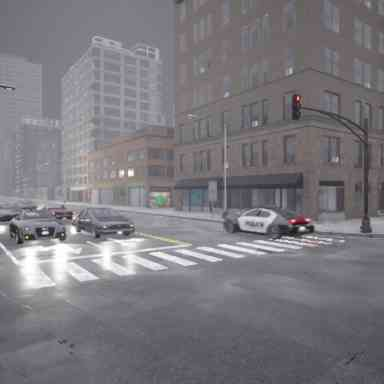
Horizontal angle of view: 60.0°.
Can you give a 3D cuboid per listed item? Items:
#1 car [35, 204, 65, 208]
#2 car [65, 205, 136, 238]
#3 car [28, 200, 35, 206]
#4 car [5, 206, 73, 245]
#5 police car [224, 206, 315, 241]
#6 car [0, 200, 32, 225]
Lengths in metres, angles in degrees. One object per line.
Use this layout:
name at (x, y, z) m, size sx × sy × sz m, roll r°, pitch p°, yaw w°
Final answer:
car at (-10.493, 1.616, 25.882) m, size 1.895 × 1.301 × 4.718 m, roll 0°, pitch 0°, yaw -35°
car at (-4.980, 1.555, 18.040) m, size 2.033 × 1.411 × 5.357 m, roll 0°, pitch 0°, yaw -35°
car at (-18.859, 1.577, 37.817) m, size 2.033 × 1.411 × 5.357 m, roll 0°, pitch 0°, yaw -35°
car at (-7.419, 1.570, 15.856) m, size 1.994 × 1.385 × 4.181 m, roll 0°, pitch 0°, yaw -35°
police car at (3.675, 1.516, 17.206) m, size 2.038 × 1.542 × 4.974 m, roll 0°, pitch 0°, yaw -35°
car at (-13.659, 1.563, 24.733) m, size 2.033 × 1.411 × 5.357 m, roll 0°, pitch 0°, yaw -35°
